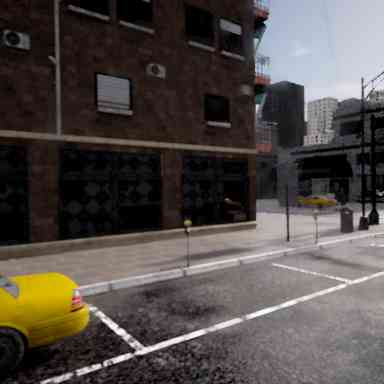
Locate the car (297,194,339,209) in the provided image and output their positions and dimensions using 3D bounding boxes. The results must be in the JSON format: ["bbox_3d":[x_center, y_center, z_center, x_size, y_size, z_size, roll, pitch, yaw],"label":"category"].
[{"bbox_3d":[12.927,0.945,35.088,1.752,1.417,4.829,-1,1,-35],"label":"car"}]

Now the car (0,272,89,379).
[{"bbox_3d":[-3.760,1.541,3.879,4.829,1.417,1.752,-1,1,-35],"label":"car"}]
